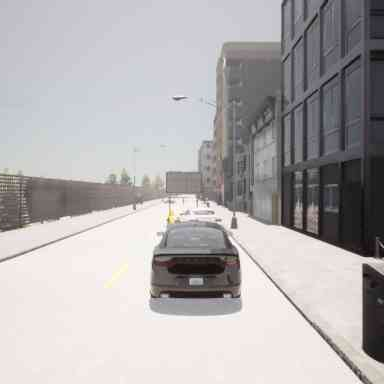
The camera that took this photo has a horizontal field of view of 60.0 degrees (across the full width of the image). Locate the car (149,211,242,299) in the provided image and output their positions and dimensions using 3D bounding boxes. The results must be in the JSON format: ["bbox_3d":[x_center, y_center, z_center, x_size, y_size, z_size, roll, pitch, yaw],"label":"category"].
[{"bbox_3d":[0.073,1.477,8.530,1.882,1.535,5.008,0,0,0],"label":"car"}]

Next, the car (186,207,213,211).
[{"bbox_3d":[0.387,1.540,17.881,1.812,1.442,4.674,0,-1,-9],"label":"car"}]

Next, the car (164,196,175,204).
[{"bbox_3d":[-4.188,1.525,61.861,1.812,1.442,4.674,0,0,0],"label":"car"}]

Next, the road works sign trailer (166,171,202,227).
[{"bbox_3d":[-0.569,0.464,21.368,2.380,3.560,2.880,0,0,-17],"label":"road works sign trailer"}]
